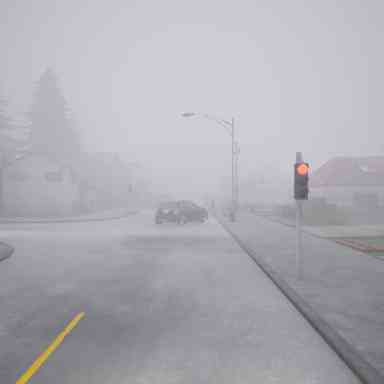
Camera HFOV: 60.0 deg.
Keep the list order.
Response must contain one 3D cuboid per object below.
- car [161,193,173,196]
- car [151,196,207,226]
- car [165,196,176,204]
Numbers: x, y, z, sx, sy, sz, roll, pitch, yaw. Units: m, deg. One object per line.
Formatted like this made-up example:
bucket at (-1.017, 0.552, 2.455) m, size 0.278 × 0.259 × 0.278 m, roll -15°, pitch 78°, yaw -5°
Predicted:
car at (-4.026, 1.221, 52.244) m, size 2.150 × 2.045 × 5.566 m, roll 0°, pitch 0°, yaw 0°
car at (-0.690, 1.352, 23.602) m, size 2.097 × 1.767 × 4.553 m, roll -1°, pitch 0°, yaw 30°
car at (-3.976, 1.525, 62.509) m, size 1.812 × 1.442 × 4.674 m, roll 0°, pitch 0°, yaw 0°
